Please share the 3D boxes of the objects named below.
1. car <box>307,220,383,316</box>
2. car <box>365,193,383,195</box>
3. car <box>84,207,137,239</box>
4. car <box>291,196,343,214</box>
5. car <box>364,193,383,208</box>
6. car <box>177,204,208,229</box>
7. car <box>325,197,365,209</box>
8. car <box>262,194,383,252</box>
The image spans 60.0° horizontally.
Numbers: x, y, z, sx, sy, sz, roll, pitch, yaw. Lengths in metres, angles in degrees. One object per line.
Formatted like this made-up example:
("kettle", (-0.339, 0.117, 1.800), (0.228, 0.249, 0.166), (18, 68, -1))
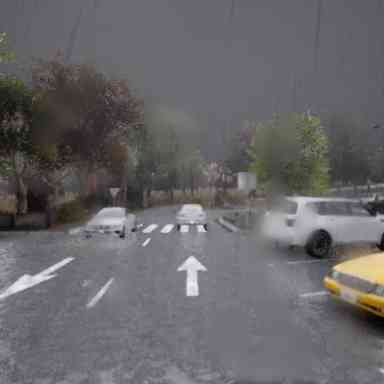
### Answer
("car", (5.199, 1.472, 6.617), (5.366, 1.575, 1.946), (1, 0, -20))
("car", (18.353, 1.208, 28.702), (2.435, 2.045, 5.566), (0, 1, -21))
("car", (-4.050, 1.503, 17.282), (1.812, 1.442, 4.674), (0, 0, 1))
("car", (12.852, 1.315, 34.259), (4.553, 1.767, 2.097), (0, 0, -5))
("car", (27.035, 1.195, 45.882), (2.435, 2.045, 5.566), (1, -1, -22))
("car", (0.017, 1.499, 21.374), (1.812, 1.442, 4.674), (0, 0, 0))
("car", (20.951, 1.473, 45.763), (2.163, 1.488, 4.792), (0, -1, -21))
("car", (5.388, 1.218, 12.710), (5.566, 2.045, 2.435), (1, 0, -20))
